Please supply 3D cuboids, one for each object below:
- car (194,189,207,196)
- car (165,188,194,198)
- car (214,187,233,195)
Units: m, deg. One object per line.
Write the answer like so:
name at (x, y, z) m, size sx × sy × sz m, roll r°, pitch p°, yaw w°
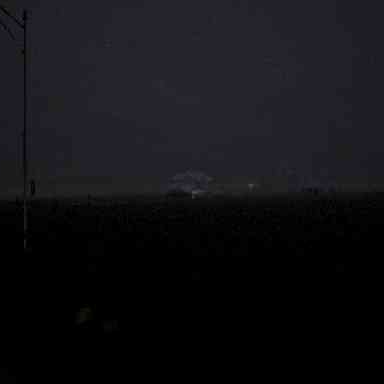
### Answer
car at (1.214, 0.121, 64.391) m, size 1.812 × 1.442 × 4.674 m, roll -1°, pitch 1°, yaw 35°
car at (-2.339, 0.158, 54.612) m, size 2.097 × 1.767 × 4.553 m, roll -1°, pitch 1°, yaw 35°
car at (6.326, -0.215, 66.856) m, size 2.097 × 1.767 × 4.553 m, roll -1°, pitch 1°, yaw 35°
